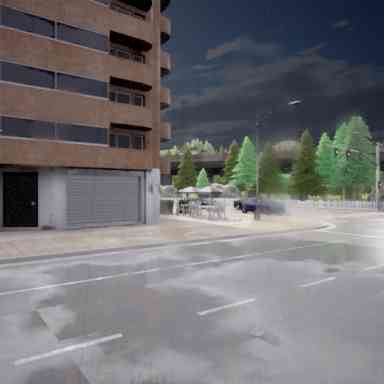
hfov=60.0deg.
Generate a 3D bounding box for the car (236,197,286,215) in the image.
[{"bbox_3d":[6.999,1.296,32.861,2.097,1.767,4.553,0,0,-36],"label":"car"}]

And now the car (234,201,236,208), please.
[{"bbox_3d":[7.016,1.422,38.786,1.882,1.535,5.008,0,0,-37],"label":"car"}]

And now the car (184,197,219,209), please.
[{"bbox_3d":[1.258,1.436,46.197,2.128,1.511,4.902,0,0,-41],"label":"car"}]

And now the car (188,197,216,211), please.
[{"bbox_3d":[1.601,1.449,40.232,1.837,1.490,4.892,0,0,-37],"label":"car"}]
